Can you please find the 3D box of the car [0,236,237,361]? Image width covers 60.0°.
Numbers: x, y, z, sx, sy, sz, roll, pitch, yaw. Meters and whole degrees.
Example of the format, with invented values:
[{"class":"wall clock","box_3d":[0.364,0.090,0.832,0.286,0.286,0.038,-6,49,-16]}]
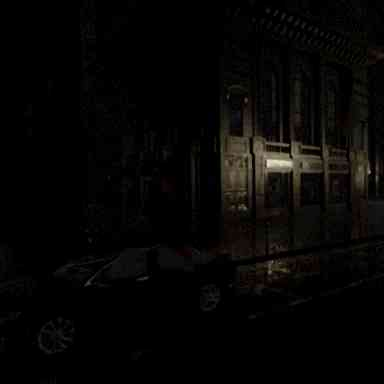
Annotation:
[{"class":"car","box_3d":[-1.175,1.523,5.808,4.403,1.369,2.008,-1,0,-35]}]
